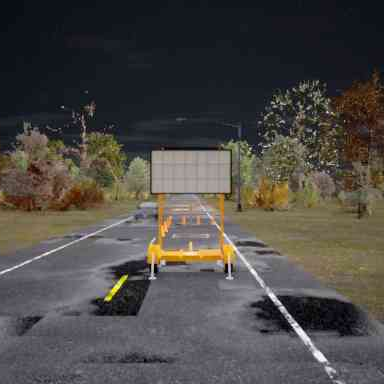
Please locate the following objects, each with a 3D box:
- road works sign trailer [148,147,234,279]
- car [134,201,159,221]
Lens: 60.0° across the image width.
[{"bbox_3d":[-0.029,0.464,9.974,2.380,3.560,2.880,0,0,0],"label":"road works sign trailer"},{"bbox_3d":[-3.577,1.525,27.711,1.812,1.442,4.674,0,0,0],"label":"car"}]
